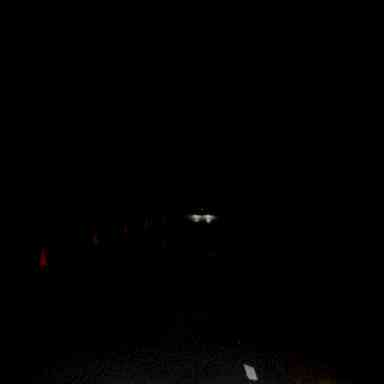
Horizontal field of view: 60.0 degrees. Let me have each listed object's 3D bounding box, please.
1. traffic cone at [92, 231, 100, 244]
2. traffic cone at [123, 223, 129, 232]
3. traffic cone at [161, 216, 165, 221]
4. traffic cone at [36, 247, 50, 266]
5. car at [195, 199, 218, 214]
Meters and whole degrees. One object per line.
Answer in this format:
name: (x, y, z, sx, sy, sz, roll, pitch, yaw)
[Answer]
traffic cone: (-4.653, 2.169, 16.039, 0.340, 0.580, 0.340, 0, -1, 4)
traffic cone: (-4.208, 2.245, 21.129, 0.340, 0.580, 0.340, 0, -1, 6)
traffic cone: (-2.722, 2.401, 31.237, 0.340, 0.580, 0.340, 0, -1, 11)
traffic cone: (-4.898, 2.094, 10.936, 0.340, 0.580, 0.340, 0, -1, 2)
car: (2.119, 1.936, 45.679, 2.150, 2.045, 5.566, 1, -1, 17)
